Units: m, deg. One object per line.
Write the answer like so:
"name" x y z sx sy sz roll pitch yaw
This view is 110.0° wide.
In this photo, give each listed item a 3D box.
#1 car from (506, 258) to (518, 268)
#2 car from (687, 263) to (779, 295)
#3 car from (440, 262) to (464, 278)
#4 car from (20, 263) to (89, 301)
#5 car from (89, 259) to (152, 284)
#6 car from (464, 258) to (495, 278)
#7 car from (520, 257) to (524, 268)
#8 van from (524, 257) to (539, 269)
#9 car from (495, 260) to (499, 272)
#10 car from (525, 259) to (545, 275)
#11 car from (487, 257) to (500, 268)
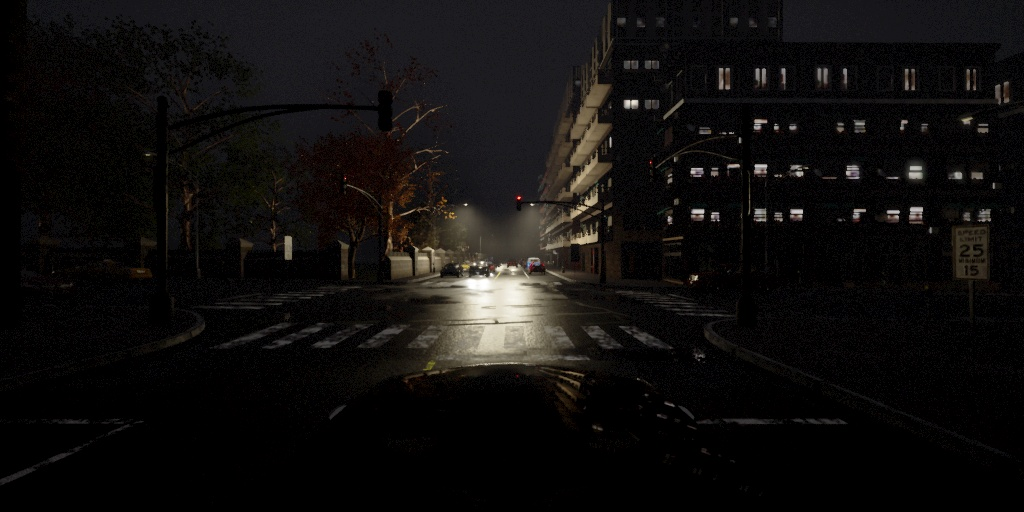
"car" 0.067 1.304 62.598 1.837 1.490 4.892 0 0 0
"car" 13.472 1.353 21.942 5.009 1.841 2.192 0 0 0
"car" -5.654 1.330 34.304 1.948 1.339 4.313 0 0 0
"car" -18.949 1.007 13.288 4.207 1.307 1.802 0 0 0
"car" -24.721 0.883 21.620 4.829 1.417 1.751 0 0 0
"car" -3.073 1.256 34.531 2.128 1.511 4.902 0 0 -1
"car" 2.752 1.230 56.815 1.967 1.591 4.097 0 0 0
"van" 2.740 1.116 45.555 1.690 1.789 3.998 0 0 0
"car" -3.049 1.338 44.545 1.994 1.385 4.181 0 0 0
"car" 2.733 1.314 39.925 1.888 1.381 4.507 0 0 0
"car" -3.004 1.344 60.618 2.033 1.411 5.357 0 0 0
